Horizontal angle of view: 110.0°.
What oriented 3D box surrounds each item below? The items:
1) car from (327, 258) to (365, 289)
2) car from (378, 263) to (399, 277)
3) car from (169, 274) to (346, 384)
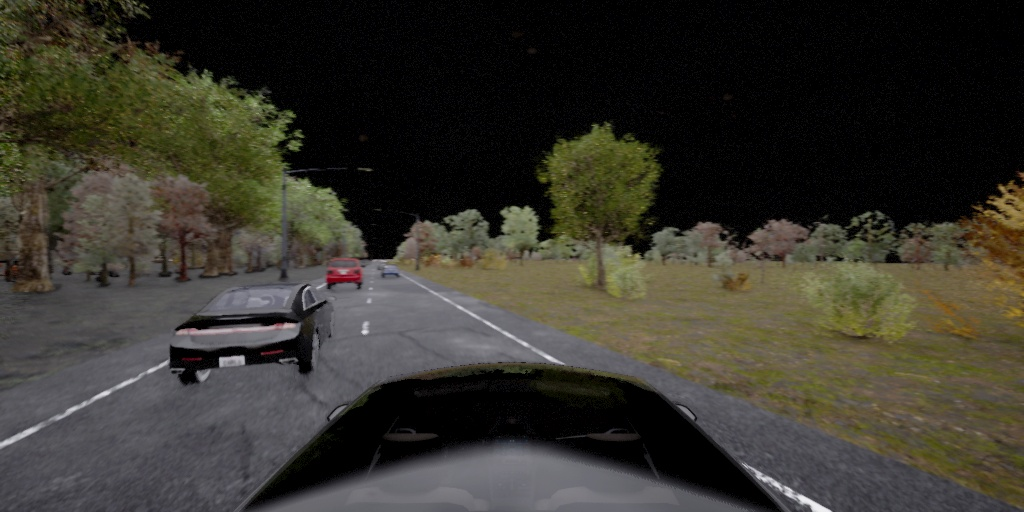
[{"bbox_3d":[-11.749,1.196,25.467,2.150,2.045,5.566,0,0,-21],"label":"car"},{"bbox_3d":[-13.835,1.650,40.723,2.033,1.411,5.357,0,0,-21],"label":"car"},{"bbox_3d":[-4.826,1.301,7.345,2.128,1.511,4.902,0,0,-21],"label":"car"}]
